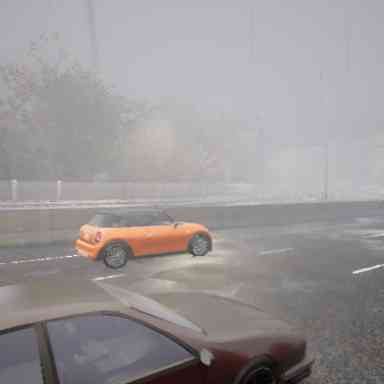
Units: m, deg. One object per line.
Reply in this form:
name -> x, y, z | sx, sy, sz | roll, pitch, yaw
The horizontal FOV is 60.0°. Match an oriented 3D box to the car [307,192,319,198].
car -> 27.845, 0.707, 76.454 | 1.994, 1.385, 4.181 | 0, 1, 32

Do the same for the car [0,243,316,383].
car -> -1.249, 1.547, 2.857 | 5.357, 1.411, 2.033 | 0, 0, -36

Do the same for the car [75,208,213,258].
car -> -1.450, 1.347, 11.310 | 4.553, 1.767, 2.097 | 0, 0, -36
